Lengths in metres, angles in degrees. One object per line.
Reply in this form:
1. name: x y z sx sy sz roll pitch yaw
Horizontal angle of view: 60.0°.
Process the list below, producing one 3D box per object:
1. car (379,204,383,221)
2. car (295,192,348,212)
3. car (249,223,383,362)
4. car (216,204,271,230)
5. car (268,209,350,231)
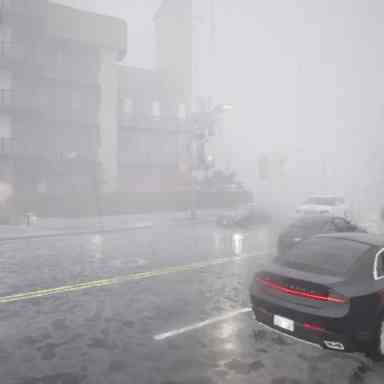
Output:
1. car: 16.279 1.482 26.808 2.128 1.511 4.902 0 0 31
2. car: 8.613 1.210 21.866 2.150 2.045 5.566 0 0 38
3. car: 3.093 1.502 5.975 4.892 1.490 1.837 0 0 -39
4. car: 3.428 1.512 21.147 1.812 1.442 4.674 0 0 41
5. car: 4.936 1.558 12.354 4.181 1.385 1.994 0 0 -44
